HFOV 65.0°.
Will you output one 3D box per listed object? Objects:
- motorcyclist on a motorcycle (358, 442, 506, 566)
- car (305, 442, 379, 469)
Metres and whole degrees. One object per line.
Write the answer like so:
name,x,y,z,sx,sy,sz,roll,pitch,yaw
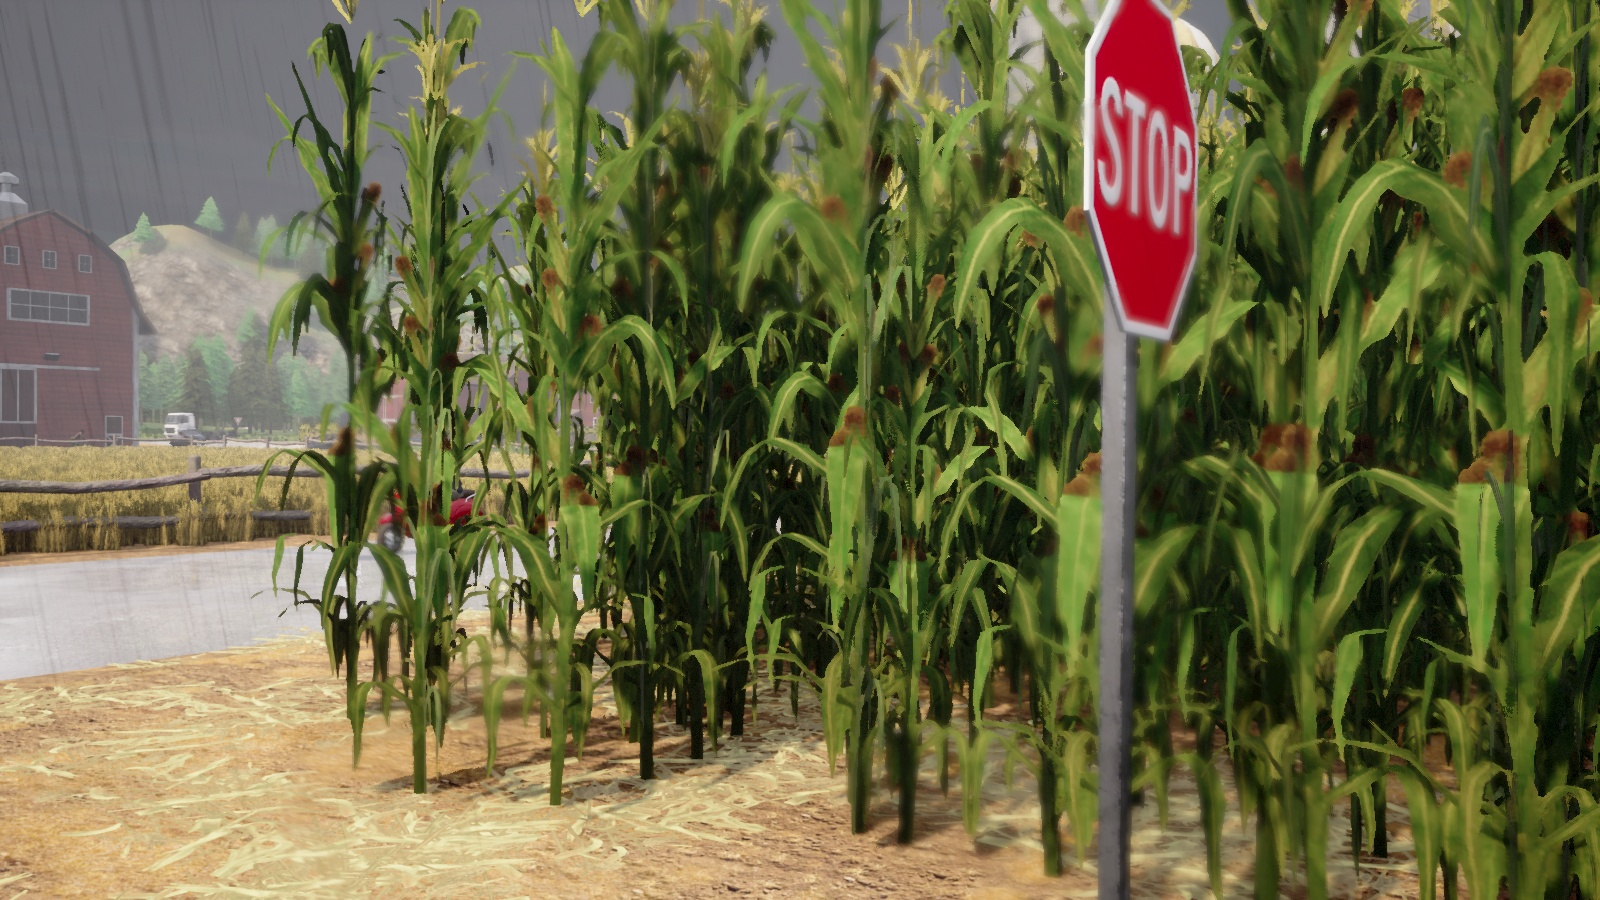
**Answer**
motorcyclist on a motorcycle,-5.014,0.695,17.219,0.866,1.590,1.817,0,1,33
car,-26.230,0.307,71.887,4.193,1.474,1.816,0,1,32
